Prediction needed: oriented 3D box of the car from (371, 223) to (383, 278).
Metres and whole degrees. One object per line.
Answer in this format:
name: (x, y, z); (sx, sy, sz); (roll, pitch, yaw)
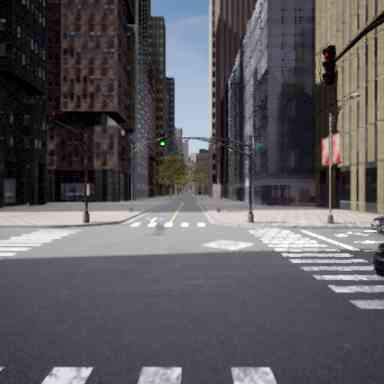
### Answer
car: (6.816, 1.546, 7.872); (4.892, 1.490, 1.837); (0, -3, -9)

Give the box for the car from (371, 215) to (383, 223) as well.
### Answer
car: (12.382, 1.553, 18.072); (4.892, 1.490, 1.837); (0, 0, 0)
